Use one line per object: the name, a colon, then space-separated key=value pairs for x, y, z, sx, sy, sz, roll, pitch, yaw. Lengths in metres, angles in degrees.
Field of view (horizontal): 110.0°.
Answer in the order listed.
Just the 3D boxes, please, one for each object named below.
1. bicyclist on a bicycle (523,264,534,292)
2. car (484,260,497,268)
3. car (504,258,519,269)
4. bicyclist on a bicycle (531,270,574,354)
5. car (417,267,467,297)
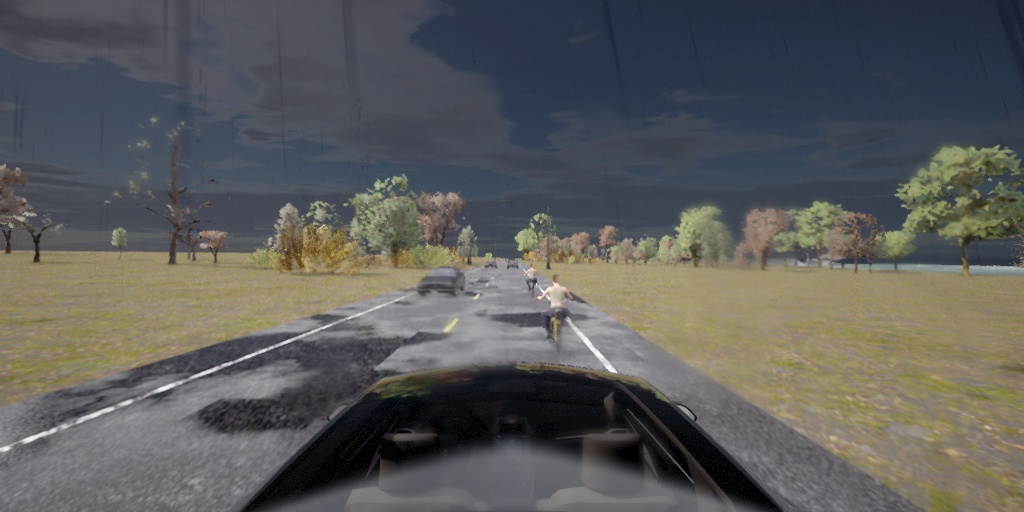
bicyclist on a bicycle: x=0.984 y=1.200 z=17.845 sx=0.866 sy=1.612 sz=1.509 roll=0 pitch=0 yaw=0
car: x=-3.543 y=1.358 z=60.186 sx=1.994 sy=1.385 sz=4.181 roll=0 pitch=0 yaw=0
car: x=0.123 y=1.342 z=58.954 sx=2.033 sy=1.411 sz=5.357 roll=0 pitch=0 yaw=0
bicyclist on a bicycle: x=0.949 y=1.191 z=7.782 sx=0.866 sy=1.612 sz=1.509 roll=0 pitch=0 yaw=0
car: x=-3.595 y=1.312 z=19.352 sx=2.033 sy=1.411 sz=5.357 roll=0 pitch=0 yaw=0
